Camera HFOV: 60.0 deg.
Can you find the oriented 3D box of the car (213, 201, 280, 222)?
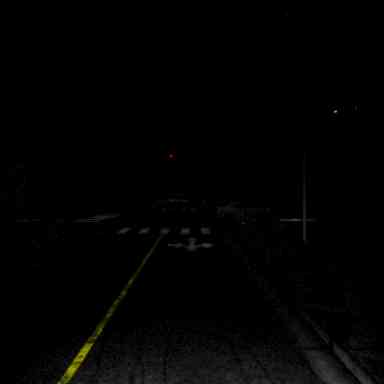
[{"bbox_3d":[3.878,1.392,23.840,4.674,1.442,1.812,-1,0,0],"label":"car"}]

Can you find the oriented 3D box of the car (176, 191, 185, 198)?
[{"bbox_3d":[-2.865,0.636,82.179,2.097,1.767,4.553,0,0,0],"label":"car"}]
